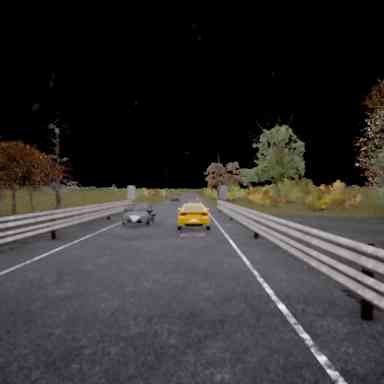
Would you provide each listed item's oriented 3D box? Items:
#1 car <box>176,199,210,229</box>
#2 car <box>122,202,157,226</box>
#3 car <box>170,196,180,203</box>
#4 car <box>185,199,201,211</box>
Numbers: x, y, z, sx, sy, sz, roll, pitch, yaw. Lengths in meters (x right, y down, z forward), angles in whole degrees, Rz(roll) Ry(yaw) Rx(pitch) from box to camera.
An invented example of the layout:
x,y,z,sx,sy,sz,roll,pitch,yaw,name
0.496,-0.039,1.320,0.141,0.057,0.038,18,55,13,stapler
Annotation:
x,y,z,sx,sy,sz,roll,pitch,yaw,name
0.108,1.463,21.496,1.882,1.535,5.008,0,0,0,car
-3.582,1.476,23.159,2.128,1.511,4.902,0,0,0,car
-3.451,1.554,67.203,1.895,1.301,4.718,0,0,0,car
0.132,1.572,40.980,1.895,1.301,4.718,0,0,0,car
